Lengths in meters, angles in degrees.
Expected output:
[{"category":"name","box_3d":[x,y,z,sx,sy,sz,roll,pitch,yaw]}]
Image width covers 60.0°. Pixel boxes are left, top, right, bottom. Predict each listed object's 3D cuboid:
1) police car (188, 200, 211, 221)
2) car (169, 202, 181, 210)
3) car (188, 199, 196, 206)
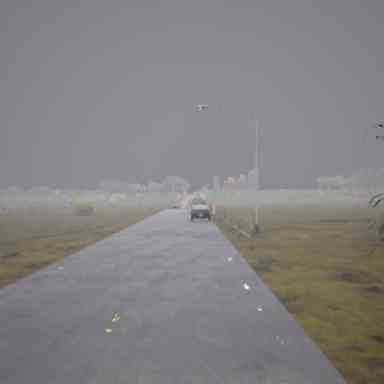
[{"category":"police car","box_3d":[0.809,1.869,32.211,1.930,1.638,5.238,0,-1,0]},{"category":"car","box_3d":[-2.840,2.369,57.052,1.994,1.385,4.181,0,-1,0]},{"category":"car","box_3d":[-0.041,2.574,82.344,1.812,1.442,4.674,0,-1,0]}]
